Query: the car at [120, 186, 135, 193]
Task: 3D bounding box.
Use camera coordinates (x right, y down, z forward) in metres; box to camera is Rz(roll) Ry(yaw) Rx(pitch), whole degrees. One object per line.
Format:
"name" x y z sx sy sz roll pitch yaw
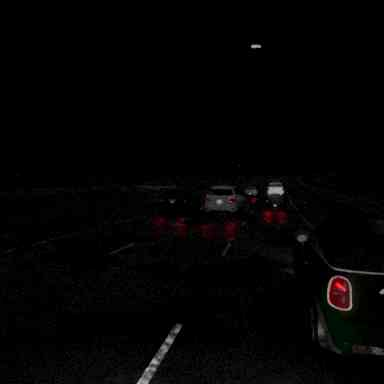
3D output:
"car" -10.694 -0.326 57.769 1.895 1.301 4.718 0 3 16

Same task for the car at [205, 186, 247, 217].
"car" 2.390 0.586 23.729 2.150 2.045 5.566 0 2 14

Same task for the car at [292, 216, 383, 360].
"car" 2.949 1.196 5.729 2.097 1.767 4.553 0 2 13

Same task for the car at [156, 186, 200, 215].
"car" -0.835 0.676 25.130 2.097 1.767 4.553 0 2 14

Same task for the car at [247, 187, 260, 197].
"car" 8.567 -0.069 47.993 1.812 1.442 4.674 0 3 15

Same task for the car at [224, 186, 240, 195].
"car" 6.466 -0.244 53.806 1.895 1.301 4.718 0 3 15

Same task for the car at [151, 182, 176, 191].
"car" -4.265 -0.608 54.752 2.150 2.045 5.566 0 3 15

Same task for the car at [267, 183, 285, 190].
"car" 11.576 -0.298 45.871 2.150 2.045 5.566 0 3 16

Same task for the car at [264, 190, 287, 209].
"car" 7.486 0.749 29.852 1.895 1.301 4.718 0 2 15

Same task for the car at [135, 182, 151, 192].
"car" -7.203 -0.704 57.300 2.150 2.045 5.566 0 3 16
